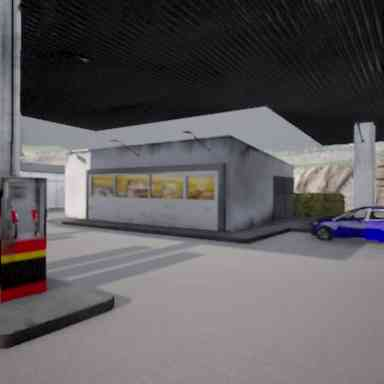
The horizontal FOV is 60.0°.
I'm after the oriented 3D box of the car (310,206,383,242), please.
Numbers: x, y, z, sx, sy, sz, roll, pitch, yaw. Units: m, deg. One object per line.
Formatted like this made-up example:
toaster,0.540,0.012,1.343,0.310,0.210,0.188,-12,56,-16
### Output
car,7.840,1.460,15.140,4.611,1.667,2.242,1,0,35
